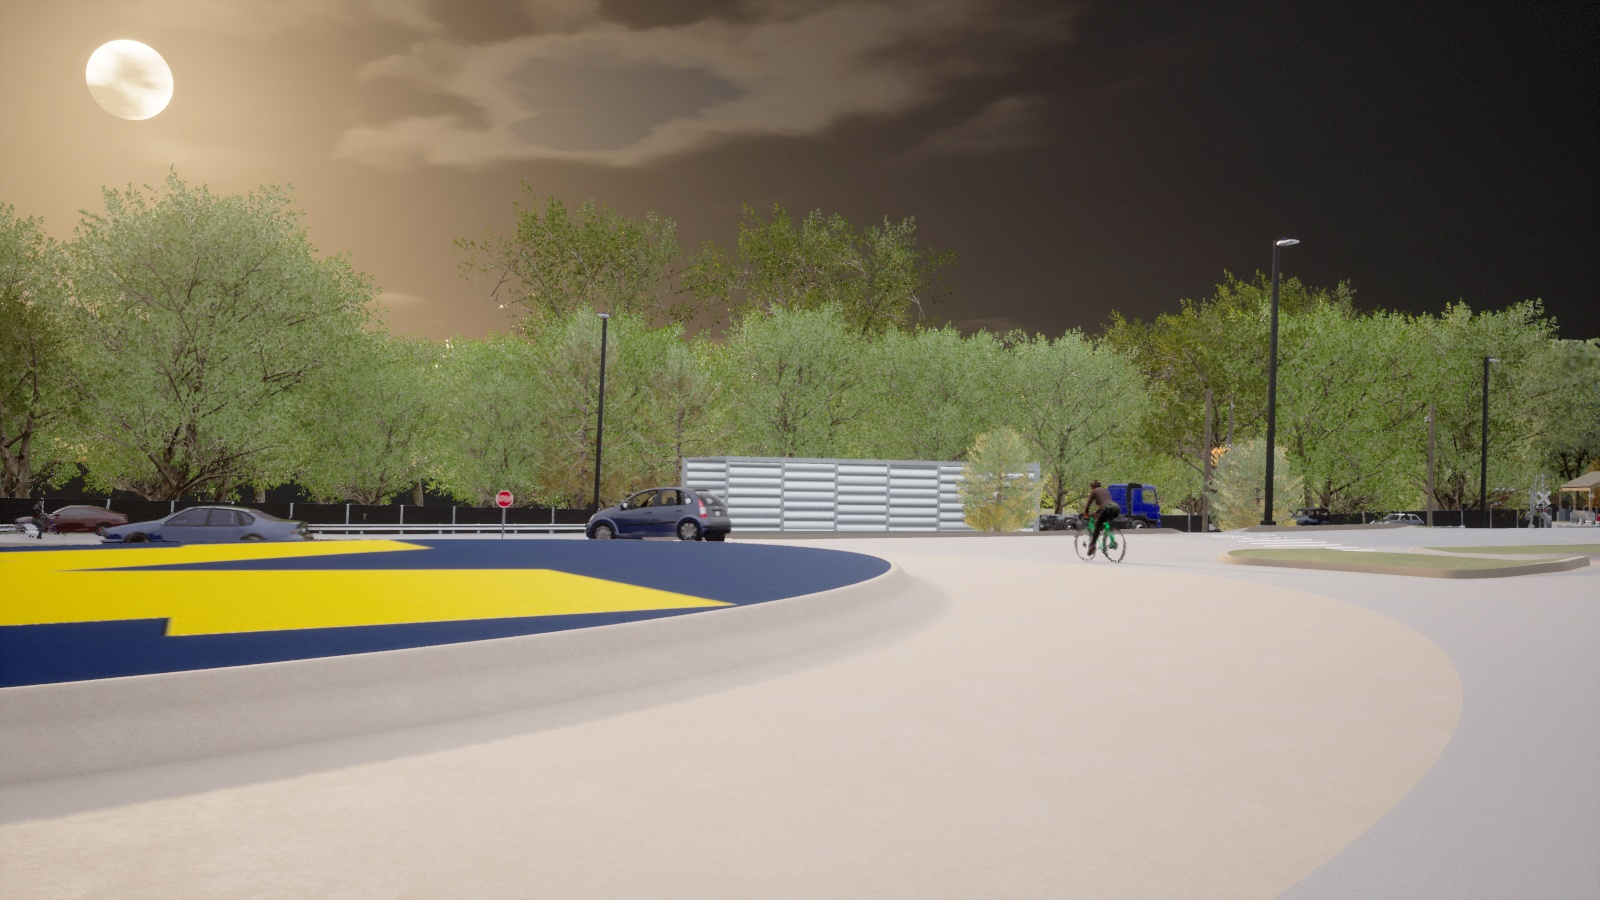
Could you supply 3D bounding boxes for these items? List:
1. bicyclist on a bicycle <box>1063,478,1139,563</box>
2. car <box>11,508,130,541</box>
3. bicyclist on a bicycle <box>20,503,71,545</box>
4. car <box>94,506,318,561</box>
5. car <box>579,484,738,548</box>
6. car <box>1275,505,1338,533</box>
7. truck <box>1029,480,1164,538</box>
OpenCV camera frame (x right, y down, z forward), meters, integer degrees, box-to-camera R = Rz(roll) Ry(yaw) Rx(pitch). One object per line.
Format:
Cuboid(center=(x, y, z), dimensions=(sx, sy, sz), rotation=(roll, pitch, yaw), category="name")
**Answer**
Cuboid(center=(5.911, 1.391, 24.738), dimensions=(0.582, 1.620, 1.656), rotation=(2, -4, -22), category="bicyclist on a bicycle")
Cuboid(center=(-34.027, 3.465, 58.727), dimensions=(4.674, 1.442, 1.812), rotation=(2, -1, -27), category="car")
Cuboid(center=(-33.186, 3.249, 55.236), dimensions=(1.843, 1.776, 0.659), rotation=(1, -1, -27), category="bicyclist on a bicycle")
Cuboid(center=(-16.757, 2.355, 35.695), dimensions=(5.357, 1.411, 2.033), rotation=(1, -2, -9), category="car")
Cuboid(center=(-3.970, 1.848, 35.177), dimensions=(3.988, 1.617, 1.851), rotation=(-3, -4, 22), category="car")
Cuboid(center=(35.743, 4.847, 88.590), dimensions=(3.866, 1.878, 1.905), rotation=(1, -1, -21), category="car")
Cuboid(center=(18.537, 3.649, 78.379), dimensions=(7.936, 3.462, 2.891), rotation=(1, -1, -22), category="truck")
